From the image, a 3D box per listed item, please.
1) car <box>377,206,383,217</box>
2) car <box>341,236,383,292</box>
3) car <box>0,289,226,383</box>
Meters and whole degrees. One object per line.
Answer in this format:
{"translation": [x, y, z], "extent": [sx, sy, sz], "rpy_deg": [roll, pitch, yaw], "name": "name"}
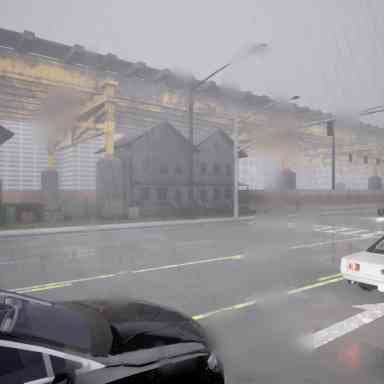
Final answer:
{"translation": [18.532, 1.564, 30.038], "extent": [4.181, 1.385, 1.994], "rpy_deg": [0, 0, -35], "name": "car"}
{"translation": [5.602, 1.601, 7.759], "extent": [4.718, 1.301, 1.895], "rpy_deg": [0, 0, -35], "name": "car"}
{"translation": [-1.918, 1.492, 2.378], "extent": [4.902, 1.511, 2.128], "rpy_deg": [0, 0, -35], "name": "car"}
